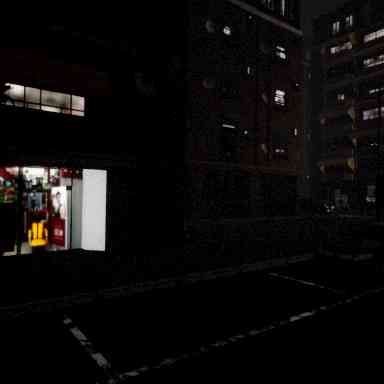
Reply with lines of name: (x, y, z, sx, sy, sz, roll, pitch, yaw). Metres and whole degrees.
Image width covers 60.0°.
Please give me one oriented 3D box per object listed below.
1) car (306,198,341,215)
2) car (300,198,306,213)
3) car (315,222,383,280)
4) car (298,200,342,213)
car: (12.858, 1.408, 34.826, 2.097, 1.767, 4.553, 2, -1, -35)
car: (9.164, 1.328, 35.792, 2.192, 1.841, 5.009, 1, -1, -35)
car: (5.469, 1.588, 9.929, 4.206, 1.307, 1.802, 0, 1, -35)
car: (15.508, 1.708, 40.460, 1.752, 1.417, 4.829, 1, -1, -35)
